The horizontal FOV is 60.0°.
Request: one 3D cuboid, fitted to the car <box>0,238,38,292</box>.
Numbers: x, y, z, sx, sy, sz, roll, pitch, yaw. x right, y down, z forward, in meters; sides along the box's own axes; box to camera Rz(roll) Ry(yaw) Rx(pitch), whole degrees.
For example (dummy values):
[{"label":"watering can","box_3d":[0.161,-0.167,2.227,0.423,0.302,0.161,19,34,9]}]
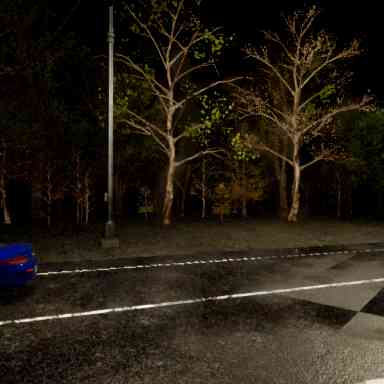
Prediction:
[{"label":"car","box_3d":[-5.696,1.525,6.742,4.674,1.442,1.812,0,0,-19]}]
